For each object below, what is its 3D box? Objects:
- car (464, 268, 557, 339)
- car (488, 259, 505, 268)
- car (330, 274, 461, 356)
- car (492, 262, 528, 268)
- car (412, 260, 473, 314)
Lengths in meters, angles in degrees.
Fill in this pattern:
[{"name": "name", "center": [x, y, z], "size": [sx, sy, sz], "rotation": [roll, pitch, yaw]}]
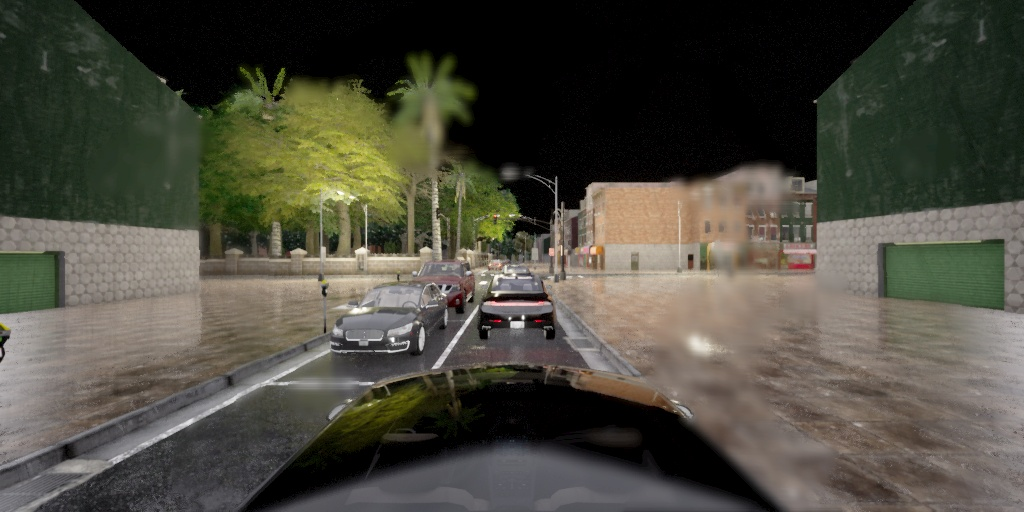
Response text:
[{"name": "car", "center": [0.130, 1.242, 10.017], "size": [2.128, 1.511, 4.902], "rotation": [0, 0, 0]}, {"name": "car", "center": [-2.420, 1.292, 52.125], "size": [1.967, 1.591, 4.097], "rotation": [0, 0, 0]}, {"name": "car", "center": [-2.611, 1.301, 8.516], "size": [2.007, 1.370, 4.403], "rotation": [0, 0, 0]}, {"name": "car", "center": [0.179, 1.251, 19.406], "size": [2.128, 1.511, 4.902], "rotation": [0, 0, -2]}, {"name": "car", "center": [-2.587, 1.068, 13.979], "size": [2.192, 1.841, 5.009], "rotation": [0, 0, 0]}]
